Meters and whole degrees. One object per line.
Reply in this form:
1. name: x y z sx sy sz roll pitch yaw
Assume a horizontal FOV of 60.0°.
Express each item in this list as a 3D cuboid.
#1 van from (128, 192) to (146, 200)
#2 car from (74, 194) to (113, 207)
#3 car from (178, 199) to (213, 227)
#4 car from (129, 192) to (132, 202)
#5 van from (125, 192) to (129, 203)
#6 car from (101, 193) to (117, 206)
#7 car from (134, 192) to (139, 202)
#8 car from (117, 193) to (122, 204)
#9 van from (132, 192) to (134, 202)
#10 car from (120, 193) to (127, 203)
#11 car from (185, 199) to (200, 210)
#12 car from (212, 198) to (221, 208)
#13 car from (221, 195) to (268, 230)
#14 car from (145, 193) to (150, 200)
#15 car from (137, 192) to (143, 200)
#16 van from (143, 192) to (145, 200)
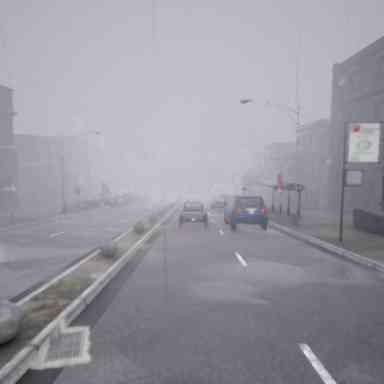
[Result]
1. van: -14.227 1.090 86.190 4.442 1.987 1.878 -1 0 -20
2. car: -14.002 1.406 46.626 4.892 1.521 2.231 -1 0 -20
3. car: 0.090 1.468 22.776 2.128 1.511 4.902 0 0 0
4. car: -14.034 1.242 61.874 4.553 1.767 2.185 -1 0 -20
5. van: -13.951 1.147 58.866 4.442 1.987 1.878 -1 0 -20
6. car: -14.063 1.271 49.668 4.553 1.767 2.185 -1 0 -20
7. car: -14.071 1.355 67.960 4.892 1.521 2.231 -1 0 -20
8. car: -14.070 1.418 52.711 4.792 1.488 2.163 -1 0 -20
9. van: -14.180 1.137 64.868 4.442 1.987 1.878 -1 0 -20
10. car: -14.224 1.381 55.706 5.366 1.575 1.946 -1 0 -20
11. car: 0.098 1.554 43.246 1.895 1.301 4.718 0 0 0
12. car: 3.347 1.479 43.103 1.812 1.442 4.674 0 0 0
13. car: 3.319 1.201 21.245 2.150 2.045 5.566 0 0 0
14. car: -14.088 1.069 83.202 5.566 2.045 2.435 -1 0 -20
15. car: -14.111 1.097 70.991 5.566 2.045 2.435 -1 0 -20
16. van: -13.990 1.107 77.140 4.442 1.987 1.878 -1 0 -20
